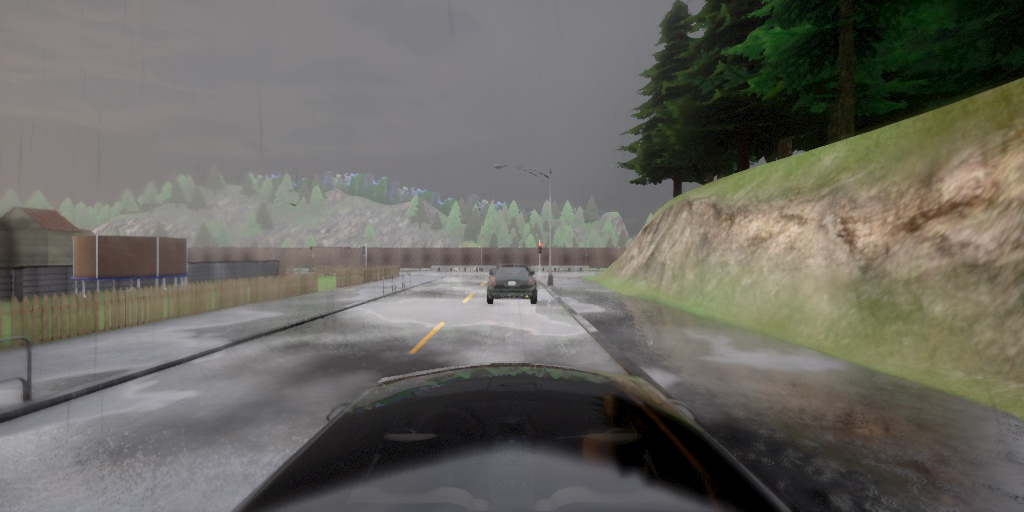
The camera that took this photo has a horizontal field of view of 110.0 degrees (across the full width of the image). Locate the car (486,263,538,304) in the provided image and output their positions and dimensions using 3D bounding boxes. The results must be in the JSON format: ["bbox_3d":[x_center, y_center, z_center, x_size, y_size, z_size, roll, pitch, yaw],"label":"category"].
[{"bbox_3d":[0.000,1.114,16.470,2.097,1.767,4.553,0,0,0],"label":"car"}]
